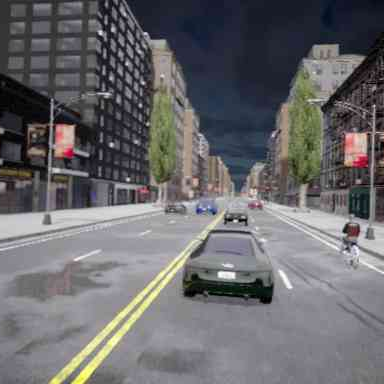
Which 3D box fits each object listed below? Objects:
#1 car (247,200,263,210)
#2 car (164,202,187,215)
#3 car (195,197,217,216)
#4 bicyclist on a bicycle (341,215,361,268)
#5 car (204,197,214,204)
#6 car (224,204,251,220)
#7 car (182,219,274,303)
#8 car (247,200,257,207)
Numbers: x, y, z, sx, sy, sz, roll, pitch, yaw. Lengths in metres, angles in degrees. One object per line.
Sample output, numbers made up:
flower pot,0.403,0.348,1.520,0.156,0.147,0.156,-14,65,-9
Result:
car,11.343,2.205,58.847,2.097,1.767,4.553,2,0,8
car,-1.759,1.774,37.052,1.994,1.385,4.181,2,0,8
car,1.766,1.577,38.697,2.150,2.045,5.566,2,-1,8
bicyclist on a bicycle,5.476,1.663,11.574,0.659,1.776,1.843,2,0,8
car,4.073,1.980,77.728,1.812,1.442,4.674,2,0,8
car,3.641,1.943,27.545,1.895,1.301,4.718,2,0,8
car,0.981,1.667,8.687,1.994,1.385,4.181,2,0,8
car,13.309,2.582,73.516,1.994,1.385,4.181,2,0,8
